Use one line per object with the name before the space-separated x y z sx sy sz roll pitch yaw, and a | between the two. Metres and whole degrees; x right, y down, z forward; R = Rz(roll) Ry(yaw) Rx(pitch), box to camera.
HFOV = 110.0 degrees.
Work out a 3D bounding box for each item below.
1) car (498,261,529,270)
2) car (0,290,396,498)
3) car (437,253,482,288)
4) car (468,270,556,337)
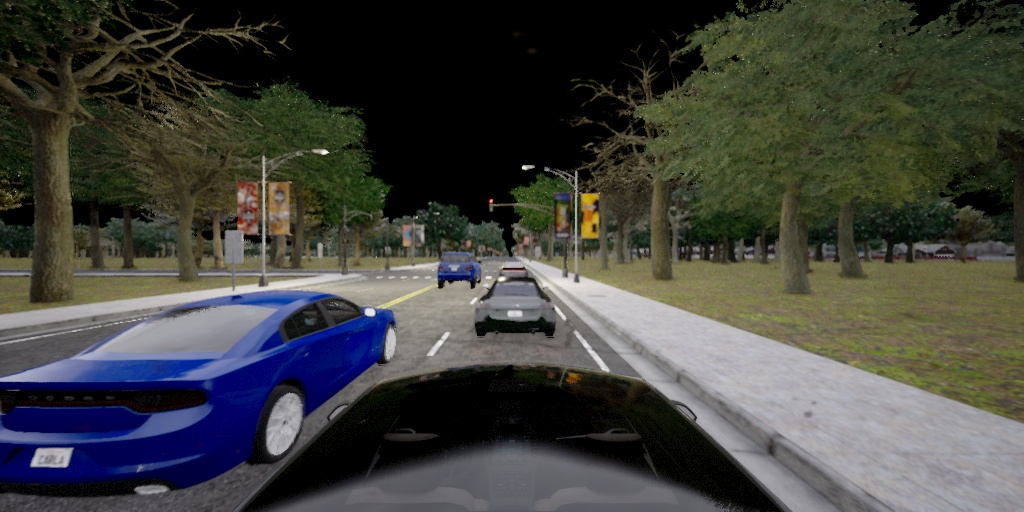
car | 0.108 1.093 23.955 2.128 1.511 4.902 0 0 0
car | -3.146 1.205 4.930 1.882 1.535 5.008 0 1 0
car | -3.143 0.829 22.214 2.150 2.045 5.566 0 0 0
car | 0.098 1.257 10.086 1.994 1.385 4.181 0 0 1
